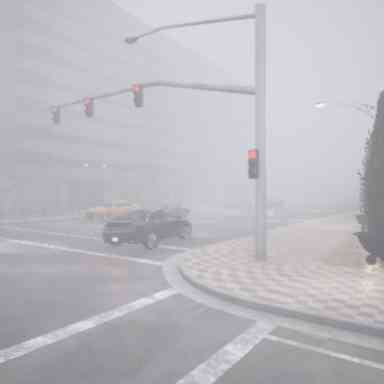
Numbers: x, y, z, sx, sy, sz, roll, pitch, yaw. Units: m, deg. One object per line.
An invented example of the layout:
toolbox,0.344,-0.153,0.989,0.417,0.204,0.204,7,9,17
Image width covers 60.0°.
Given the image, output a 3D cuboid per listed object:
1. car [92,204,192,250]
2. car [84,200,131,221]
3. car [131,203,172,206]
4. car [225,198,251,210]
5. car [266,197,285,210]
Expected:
car,-1.719,1.461,14.265,1.837,1.490,4.892,-4,-2,26
car,-6.159,1.447,26.350,1.882,1.535,5.008,0,0,35
car,-2.201,1.566,25.890,1.895,1.301,4.718,0,0,36
car,6.065,1.496,43.258,1.812,1.442,4.674,0,0,36
car,10.454,1.444,43.329,1.882,1.535,5.008,0,0,36
